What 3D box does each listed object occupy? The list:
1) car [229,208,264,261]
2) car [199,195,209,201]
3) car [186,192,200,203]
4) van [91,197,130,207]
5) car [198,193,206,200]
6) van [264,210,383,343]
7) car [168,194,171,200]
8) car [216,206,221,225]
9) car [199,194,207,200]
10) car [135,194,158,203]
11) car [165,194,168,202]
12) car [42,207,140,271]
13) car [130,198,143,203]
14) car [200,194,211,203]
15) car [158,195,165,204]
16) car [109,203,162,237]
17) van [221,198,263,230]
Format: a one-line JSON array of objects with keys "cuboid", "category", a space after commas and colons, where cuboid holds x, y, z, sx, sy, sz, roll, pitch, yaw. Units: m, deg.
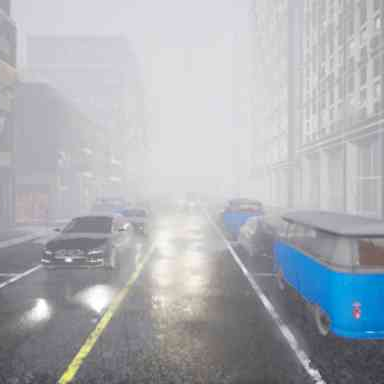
[{"cuboid": [2.677, 1.496, 11.847, 2.008, 1.369, 4.403, 0, 0, 0], "category": "car"}, {"cuboid": [2.602, 1.269, 73.980, 1.947, 1.339, 4.313, 0, 0, 0], "category": "car"}, {"cuboid": [-0.072, 1.244, 60.386, 2.128, 1.511, 4.902, 0, 0, 0], "category": "car"}, {"cuboid": [-5.717, 1.243, 23.133, 1.690, 1.788, 3.998, 0, 0, 0], "category": "van"}, {"cuboid": [2.588, 1.106, 85.277, 1.967, 1.590, 4.097, 0, 0, 0], "category": "car"}, {"cuboid": [2.684, 1.311, 6.197, 1.690, 1.788, 3.998, 0, 0, 0], "category": "van"}, {"cuboid": [-5.771, 1.253, 68.152, 1.752, 1.417, 4.829, 0, 0, 0], "category": "car"}, {"cuboid": [2.663, 1.463, 23.144, 1.947, 1.339, 4.313, 0, 0, 0], "category": "car"}, {"cuboid": [2.595, 1.266, 79.630, 1.802, 1.307, 4.206, 0, 0, 0], "category": "car"}, {"cuboid": [-5.738, 1.148, 40.079, 2.192, 1.841, 5.009, 0, 0, 0], "category": "car"}, {"cuboid": [-5.757, 1.318, 57.025, 2.008, 1.369, 4.403, 0, 0, 0], "category": "car"}, {"cuboid": [-3.102, 1.459, 10.789, 1.837, 1.490, 4.892, 0, 0, 0], "category": "car"}, {"cuboid": [-5.724, 1.460, 28.783, 1.802, 1.307, 4.206, 0, 0, 0], "category": "car"}, {"cuboid": [2.615, 1.324, 62.684, 1.802, 1.307, 4.206, 0, 0, 0], "category": "car"}, {"cuboid": [-5.751, 1.355, 51.377, 1.947, 1.339, 4.313, 0, 0, 0], "category": "car"}, {"cuboid": [-3.021, 1.536, 17.769, 2.033, 1.411, 5.357, 0, 0, 0], "category": "car"}, {"cuboid": [2.671, 1.262, 17.495, 1.690, 1.788, 3.998, 0, 0, 0], "category": "van"}]
